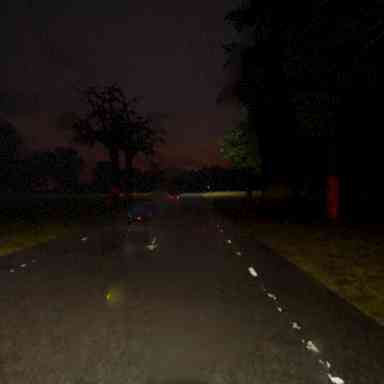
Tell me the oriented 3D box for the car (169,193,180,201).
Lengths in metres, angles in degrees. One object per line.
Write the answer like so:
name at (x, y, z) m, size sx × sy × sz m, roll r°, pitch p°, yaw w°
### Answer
car at (-3.525, 0.949, 67.171) m, size 2.097 × 1.767 × 4.553 m, roll 0°, pitch 1°, yaw 0°

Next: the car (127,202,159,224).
car at (-3.606, 1.511, 25.184) m, size 1.882 × 1.535 × 5.008 m, roll 0°, pitch 0°, yaw 0°
